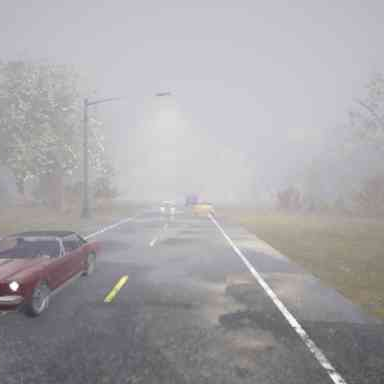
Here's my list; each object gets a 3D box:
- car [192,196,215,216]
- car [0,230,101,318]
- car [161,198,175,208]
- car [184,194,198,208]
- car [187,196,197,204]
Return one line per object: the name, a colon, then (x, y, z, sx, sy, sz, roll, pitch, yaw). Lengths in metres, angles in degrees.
car: (1.220, 1.499, 32.800, 1.801, 1.575, 5.366, 0, 0, 0)
car: (-3.601, 1.605, 7.517, 1.895, 1.301, 4.718, 0, 0, 0)
car: (-3.569, 1.614, 50.721, 1.812, 1.442, 4.674, 0, 0, 0)
car: (-0.006, 1.309, 50.428, 2.150, 2.045, 5.566, 0, 0, 0)
car: (-0.009, 1.621, 68.568, 1.812, 1.442, 4.674, 0, 0, 0)
